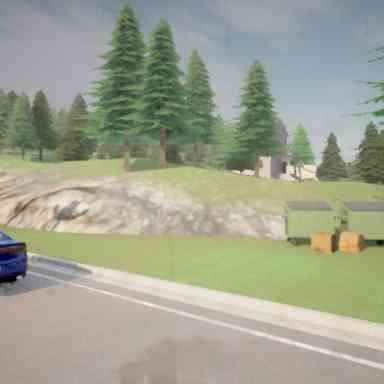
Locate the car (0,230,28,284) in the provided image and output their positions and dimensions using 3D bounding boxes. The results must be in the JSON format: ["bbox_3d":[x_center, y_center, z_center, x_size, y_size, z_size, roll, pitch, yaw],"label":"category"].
[{"bbox_3d":[-6.121,1.465,8.358,5.008,1.535,1.882,0,0,36],"label":"car"}]
